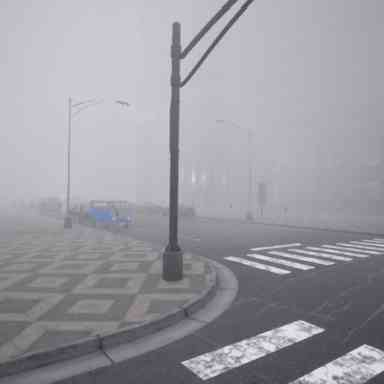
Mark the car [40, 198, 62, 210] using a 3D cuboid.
[{"bbox_3d":[-19.711,1.657,46.500,1.837,1.490,4.892,1,-1,-35],"label":"car"}]

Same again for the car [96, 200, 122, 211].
[{"bbox_3d":[-11.121,1.752,44.342,1.752,1.417,4.829,1,-1,-35],"label":"car"}]

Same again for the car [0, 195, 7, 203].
[{"bbox_3d":[-43.508,1.564,75.393,2.192,1.841,5.009,1,-1,-35],"label":"car"}]

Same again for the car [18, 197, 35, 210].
[{"bbox_3d":[-21.202,1.680,43.799,1.802,1.307,4.206,1,-1,-35],"label":"car"}]

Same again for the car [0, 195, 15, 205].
[{"bbox_3d":[-37.038,1.731,66.226,1.752,1.417,4.829,1,-1,-35],"label":"car"}]

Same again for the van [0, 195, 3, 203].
[{"bbox_3d":[-46.695,1.613,79.906,1.690,1.788,3.998,1,-1,-35],"label":"van"}]

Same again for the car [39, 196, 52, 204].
[{"bbox_3d":[-33.345,1.817,75.791,1.967,1.590,4.097,1,-1,-35],"label":"car"}]

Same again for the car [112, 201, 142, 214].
[{"bbox_3d":[-7.834,1.749,39.691,1.887,1.381,4.507,1,-1,-35],"label":"car"}]

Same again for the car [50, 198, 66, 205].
[{"bbox_3d":[-26.968,1.884,66.765,2.008,1.369,4.403,1,-1,-35],"label":"car"}]

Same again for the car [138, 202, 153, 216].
[{"bbox_3d":[-4.645,1.728,35.179,1.887,1.381,4.507,1,-1,-35],"label":"car"}]

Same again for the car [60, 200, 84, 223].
[{"bbox_3d":[-8.453,1.558,25.747,1.887,1.381,4.507,1,-1,-35],"label":"car"}]

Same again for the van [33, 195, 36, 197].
[{"bbox_3d":[-36.533,1.739,80.303,1.690,1.788,3.998,1,-1,-35],"label":"van"}]

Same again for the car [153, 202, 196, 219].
[{"bbox_3d":[-1.456,1.708,30.667,1.887,1.381,4.507,1,-1,-35],"label":"car"}]

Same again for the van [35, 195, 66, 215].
[{"bbox_3d":[-14.825,1.397,34.775,1.690,1.788,3.998,1,-1,-35],"label":"van"}]

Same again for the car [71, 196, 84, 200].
[{"bbox_3d":[-17.401,1.814,53.228,1.887,1.381,4.507,1,-1,-35],"label":"car"}]

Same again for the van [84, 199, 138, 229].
[{"bbox_3d":[-5.264,1.334,21.236,1.690,1.788,3.998,1,-1,-35],"label":"van"}]

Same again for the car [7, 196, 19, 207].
[{"bbox_3d":[-27.575,1.692,52.825,2.008,1.369,4.403,1,-1,-35],"label":"car"}]

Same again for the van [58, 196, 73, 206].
[{"bbox_3d":[-23.777,1.653,62.255,1.690,1.788,3.998,1,-1,-35],"label":"van"}]

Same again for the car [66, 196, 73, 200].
[{"bbox_3d":[-20.588,1.605,57.743,2.192,1.841,5.009,1,-1,-35],"label":"car"}]
